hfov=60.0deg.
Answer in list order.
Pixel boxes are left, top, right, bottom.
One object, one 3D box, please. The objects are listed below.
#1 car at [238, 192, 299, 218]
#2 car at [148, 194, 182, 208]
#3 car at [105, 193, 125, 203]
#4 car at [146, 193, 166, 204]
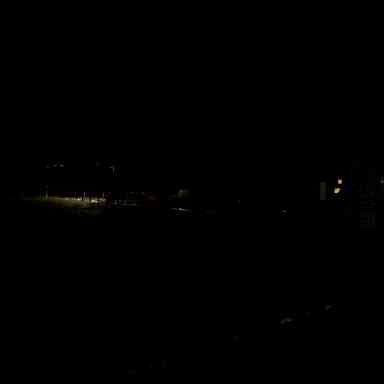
[{"bbox_3d":[6.389,1.023,28.142,2.150,2.045,5.566,1,0,-36],"label":"car"},{"bbox_3d":[-3.132,1.236,41.169,1.895,1.301,4.718,1,0,-36],"label":"car"},{"bbox_3d":[-12.627,0.966,54.320,2.128,1.511,4.902,1,0,-36],"label":"car"},{"bbox_3d":[-4.834,0.944,48.492,2.097,1.767,4.553,1,0,-36],"label":"car"}]
